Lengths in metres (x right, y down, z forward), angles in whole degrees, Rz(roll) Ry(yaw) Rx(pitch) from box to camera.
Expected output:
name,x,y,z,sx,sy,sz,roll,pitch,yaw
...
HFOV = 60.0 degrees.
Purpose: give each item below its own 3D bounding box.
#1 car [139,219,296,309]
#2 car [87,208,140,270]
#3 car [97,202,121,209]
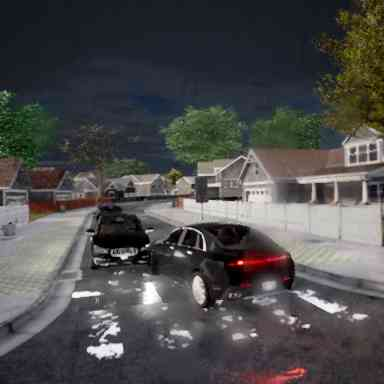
name,x,y,z,sx,sy,sz,roll,pitch,yaw
car,0.359,1.492,8.078,1.837,1.490,4.892,-1,-1,-25
car,-2.518,1.561,11.609,1.837,1.490,4.892,-1,0,-15
car,-5.176,1.635,21.251,1.837,1.490,4.892,-1,0,-15
